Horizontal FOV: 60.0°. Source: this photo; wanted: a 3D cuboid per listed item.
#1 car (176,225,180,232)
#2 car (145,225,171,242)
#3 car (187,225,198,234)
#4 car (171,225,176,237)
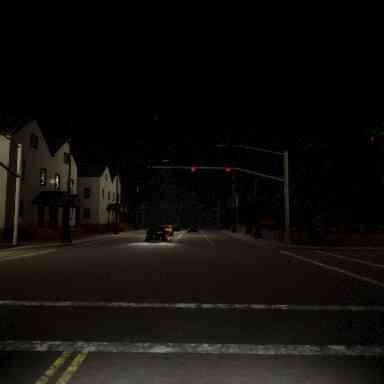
[{"bbox_3d":[-3.425,7.001,63.690,1.994,1.385,4.181,0,-5,1],"label":"car"},{"bbox_3d":[-3.533,4.248,33.661,1.837,1.490,4.892,0,-5,0],"label":"car"},{"bbox_3d":[0.110,6.477,57.880,2.033,1.411,5.357,0,-5,0],"label":"car"},{"bbox_3d":[-3.512,5.214,44.737,1.882,1.535,5.008,0,-5,0],"label":"car"}]
